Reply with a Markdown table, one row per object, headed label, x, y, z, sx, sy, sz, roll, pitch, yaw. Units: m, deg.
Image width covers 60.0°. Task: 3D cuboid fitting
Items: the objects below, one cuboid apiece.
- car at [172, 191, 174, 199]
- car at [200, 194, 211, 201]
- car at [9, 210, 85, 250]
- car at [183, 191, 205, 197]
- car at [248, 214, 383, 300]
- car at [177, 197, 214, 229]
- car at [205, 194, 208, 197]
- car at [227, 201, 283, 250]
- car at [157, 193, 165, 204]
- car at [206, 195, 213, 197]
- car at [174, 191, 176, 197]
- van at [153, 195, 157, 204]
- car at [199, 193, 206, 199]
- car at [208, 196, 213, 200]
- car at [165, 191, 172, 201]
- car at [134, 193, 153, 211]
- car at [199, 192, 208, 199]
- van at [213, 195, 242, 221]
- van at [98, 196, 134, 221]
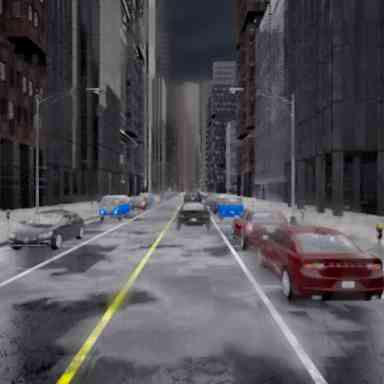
| label | x | y | z | sx | sy | sz | roll | pitch | yaw |
| --- | --- | --- | --- | --- | --- | --- | --- | --- | --- |
| car | -5.755 | 0.921 | 75.413 | 1.967 | 1.590 | 4.097 | 0 | 0 | 0 |
| car | 2.770 | 1.066 | 69.809 | 2.008 | 1.369 | 4.403 | 0 | 0 | 0 |
| car | -5.761 | 1.450 | 13.711 | 2.008 | 1.369 | 4.403 | 0 | 0 | 0 |
| car | 0.105 | 0.920 | 41.495 | 2.150 | 2.045 | 5.566 | 0 | 0 | 0 |
| car | 2.764 | 1.484 | 8.111 | 1.887 | 1.381 | 4.507 | 0 | 0 | 0 |
| car | 0.101 | 1.328 | 20.379 | 1.882 | 1.535 | 5.008 | 0 | 0 | 0 |
| car | 2.767 | 1.220 | 41.935 | 1.752 | 1.417 | 4.829 | 0 | 0 | 0 |
| car | 2.765 | 1.339 | 13.719 | 1.967 | 1.590 | 4.097 | 0 | 0 | 0 |
| car | -5.757 | 1.147 | 52.806 | 1.752 | 1.417 | 4.829 | 0 | 0 | 0 |
| car | 2.767 | 1.303 | 36.156 | 1.947 | 1.339 | 4.313 | 0 | 0 | 0 |
| car | -5.754 | 0.761 | 81.022 | 2.192 | 1.841 | 5.009 | 0 | 0 | 0 |
| van | -5.758 | 1.037 | 41.757 | 1.690 | 1.788 | 3.998 | 0 | 0 | 0 |
| car | 2.771 | 0.993 | 86.636 | 1.802 | 1.307 | 4.206 | 0 | 0 | 0 |
| car | 2.766 | 1.322 | 30.547 | 1.887 | 1.381 | 4.507 | 0 | 0 | 0 |
| car | -5.755 | 1.081 | 69.804 | 1.947 | 1.339 | 4.313 | 0 | 0 | 0 |
| car | -5.758 | 1.177 | 36.148 | 1.967 | 1.590 | 4.097 | 0 | 0 | 0 |
| car | 2.771 | 0.886 | 81.027 | 1.967 | 1.590 | 4.097 | 0 | 0 | 0 |
| van | 2.766 | 1.159 | 24.936 | 1.690 | 1.788 | 3.998 | 0 | 0 | 0 |
| van | -5.759 | 1.159 | 24.928 | 1.690 | 1.788 | 3.998 | 0 | 0 | 0 |
